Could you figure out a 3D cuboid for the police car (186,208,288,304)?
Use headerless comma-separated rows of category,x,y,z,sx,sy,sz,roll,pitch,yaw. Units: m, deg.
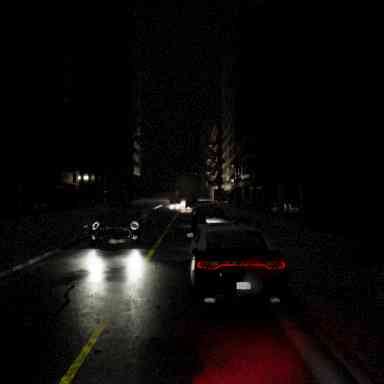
police car,0.897,1.428,8.372,1.930,1.638,5.238,0,0,0

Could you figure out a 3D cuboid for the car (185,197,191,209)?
car,-0.003,1.547,46.242,1.837,1.490,4.892,0,0,0

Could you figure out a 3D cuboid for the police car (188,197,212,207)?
police car,0.892,1.439,24.372,1.930,1.638,5.238,0,0,0

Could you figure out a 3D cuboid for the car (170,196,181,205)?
car,-3.020,1.571,60.559,2.128,1.511,4.902,0,0,0

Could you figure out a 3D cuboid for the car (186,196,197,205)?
car,-0.019,1.555,59.844,1.882,1.535,5.008,0,0,0

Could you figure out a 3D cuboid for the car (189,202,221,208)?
car,0.895,1.513,18.262,1.837,1.490,4.892,0,0,0

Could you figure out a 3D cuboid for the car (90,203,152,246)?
car,-3.106,1.357,15.318,2.097,1.767,4.553,0,0,0
